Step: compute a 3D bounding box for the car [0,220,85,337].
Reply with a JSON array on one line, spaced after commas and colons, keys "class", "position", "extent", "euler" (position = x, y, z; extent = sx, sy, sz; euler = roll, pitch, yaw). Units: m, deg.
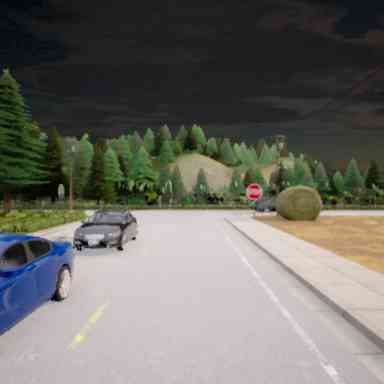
[{"class": "car", "position": [-3.594, 1.491, 5.512], "extent": [1.882, 1.535, 5.008], "euler": [0, 0, 0]}]

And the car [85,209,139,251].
[{"class": "car", "position": [-3.497, 1.528, 14.294], "extent": [2.128, 1.511, 4.902], "euler": [0, 0, 0]}]

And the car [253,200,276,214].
[{"class": "car", "position": [8.856, 1.542, 34.867], "extent": [4.902, 1.511, 2.128], "euler": [0, 0, -6]}]
